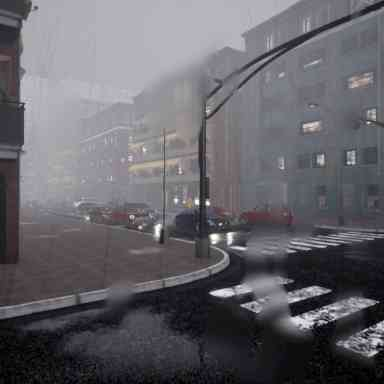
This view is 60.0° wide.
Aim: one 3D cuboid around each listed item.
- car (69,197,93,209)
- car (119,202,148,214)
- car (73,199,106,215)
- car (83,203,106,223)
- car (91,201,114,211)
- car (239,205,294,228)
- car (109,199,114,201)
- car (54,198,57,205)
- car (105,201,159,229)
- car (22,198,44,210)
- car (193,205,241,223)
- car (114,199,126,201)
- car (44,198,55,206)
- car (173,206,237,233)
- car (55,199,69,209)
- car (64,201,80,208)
[{"bbox_3d":[-16.555,1.837,50.860,2.150,2.045,5.566,0,-1,-35],"label":"car"},{"bbox_3d":[-7.518,2.037,42.252,1.947,1.339,4.313,-1,0,-35],"label":"car"},{"bbox_3d":[-12.178,1.970,39.496,1.837,1.490,4.892,0,0,-35],"label":"car"},{"bbox_3d":[-7.576,1.904,28.624,1.802,1.307,4.206,-1,0,-35],"label":"car"},{"bbox_3d":[-13.896,2.158,51.333,2.008,1.369,4.403,-1,0,-35],"label":"car"},{"bbox_3d":[5.243,1.638,24.095,1.967,1.590,4.097,-1,0,-35],"label":"car"},{"bbox_3d":[-10.711,1.855,46.793,2.192,1.841,5.009,-1,0,-35],"label":"car"},{"bbox_3d":[-26.653,2.428,69.495,2.008,1.369,4.403,-1,0,-35],"label":"car"},{"bbox_3d":[-4.389,1.694,24.083,1.967,1.590,4.097,-1,0,-35],"label":"car"},{"bbox_3d":[-26.713,2.170,55.868,1.967,1.590,4.097,-1,0,-35],"label":"car"},{"bbox_3d":[2.053,1.849,28.633,1.802,1.307,4.206,-1,0,-35],"label":"car"},{"bbox_3d":[-4.670,1.659,28.794,2.097,1.767,4.553,0,-1,-35],"label":"car"},{"bbox_3d":[-33.035,2.327,78.577,2.192,1.841,5.009,-1,0,-35],"label":"car"},{"bbox_3d":[0.545,1.759,21.371,1.994,1.385,4.181,0,-1,-35],"label":"car"},{"bbox_3d":[-22.519,2.270,59.332,1.812,1.442,4.674,0,-1,-35],"label":"car"},{"bbox_3d":[-23.463,2.376,64.955,1.947,1.339,4.313,-1,0,-35],"label":"car"}]
